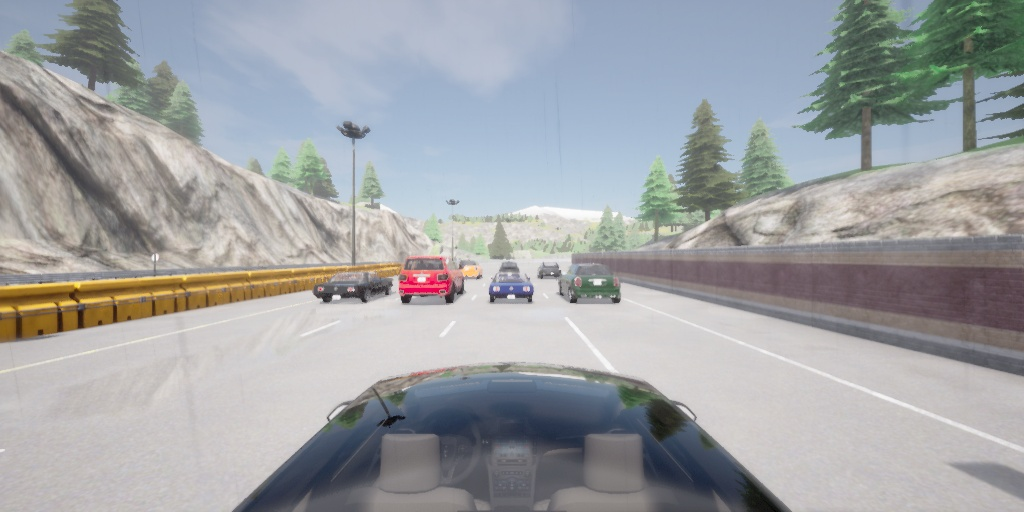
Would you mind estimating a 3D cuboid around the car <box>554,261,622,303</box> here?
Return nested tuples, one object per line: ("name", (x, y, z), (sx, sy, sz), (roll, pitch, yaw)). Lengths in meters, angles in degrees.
("car", (3.446, 1.113, 16.669), (2.097, 1.767, 4.553), (0, 0, -1))

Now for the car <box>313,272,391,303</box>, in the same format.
("car", (-7.054, 1.363, 16.596), (1.895, 1.301, 4.718), (0, 0, -1))

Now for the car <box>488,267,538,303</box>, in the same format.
("car", (-0.054, 1.363, 16.685), (1.895, 1.301, 4.718), (0, 0, -1))

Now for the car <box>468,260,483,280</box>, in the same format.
("car", (-3.743, 1.113, 31.579), (2.097, 1.767, 4.553), (0, 0, -1))

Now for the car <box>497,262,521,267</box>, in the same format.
("car", (-0.244, 1.264, 31.654), (1.837, 1.490, 4.892), (0, 0, -1))

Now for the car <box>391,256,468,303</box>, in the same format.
("car", (-3.554, 1.005, 16.640), (2.150, 2.045, 5.566), (0, 0, -1))

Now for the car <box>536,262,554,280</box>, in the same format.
("car", (3.256, 1.243, 31.698), (2.128, 1.511, 4.902), (0, 0, -1))
